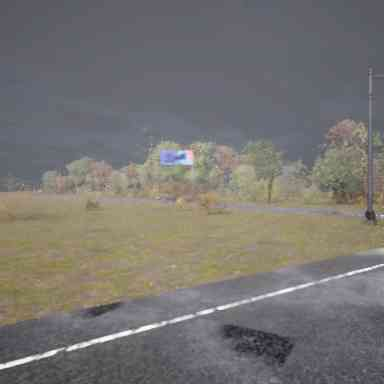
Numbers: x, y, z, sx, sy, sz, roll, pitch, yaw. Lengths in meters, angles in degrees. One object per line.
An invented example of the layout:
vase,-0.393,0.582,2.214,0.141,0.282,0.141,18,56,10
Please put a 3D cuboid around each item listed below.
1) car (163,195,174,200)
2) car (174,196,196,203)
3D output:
car,-5.100,1.279,68.903,1.837,1.490,4.892,0,0,-34
car,-1.040,1.392,62.901,1.812,1.442,4.674,0,0,-33
